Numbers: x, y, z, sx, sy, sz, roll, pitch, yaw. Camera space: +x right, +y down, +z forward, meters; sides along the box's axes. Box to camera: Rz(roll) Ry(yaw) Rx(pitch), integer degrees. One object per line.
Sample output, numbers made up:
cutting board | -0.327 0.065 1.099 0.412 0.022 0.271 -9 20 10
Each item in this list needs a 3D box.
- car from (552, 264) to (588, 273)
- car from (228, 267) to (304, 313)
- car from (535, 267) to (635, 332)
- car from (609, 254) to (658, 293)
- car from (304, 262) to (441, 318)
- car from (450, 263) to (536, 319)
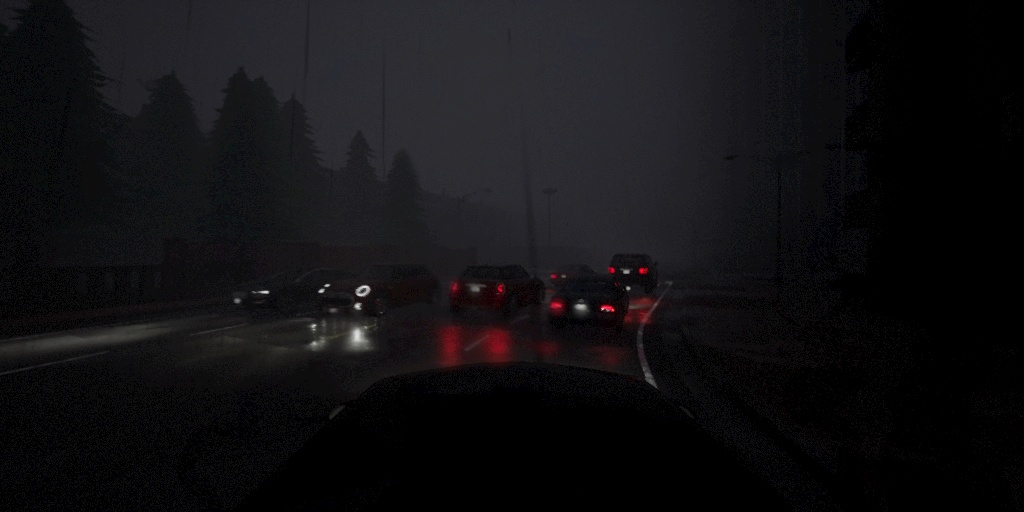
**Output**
car | 4.024 1.188 22.328 2.033 1.411 5.357 0 0 26
car | -7.883 1.152 13.720 2.128 1.511 4.902 0 0 21
car | 2.483 1.250 10.817 2.033 1.411 5.357 0 0 20
car | 6.887 0.882 20.233 2.150 2.045 5.566 0 0 26
car | -4.504 1.026 12.775 2.097 1.767 4.553 0 0 22
car | -0.318 1.036 12.944 2.097 1.767 4.553 0 0 22
